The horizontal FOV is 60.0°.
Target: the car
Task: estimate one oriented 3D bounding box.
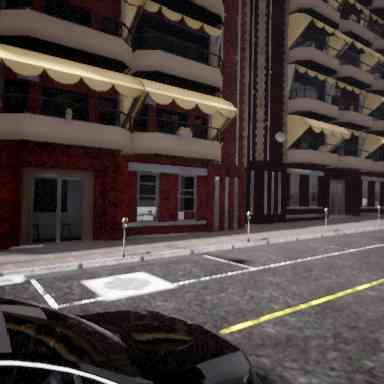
[{"bbox_3d":[-1.631,1.506,2.116,4.892,1.490,1.837,0,0,-36],"label":"car"}]
